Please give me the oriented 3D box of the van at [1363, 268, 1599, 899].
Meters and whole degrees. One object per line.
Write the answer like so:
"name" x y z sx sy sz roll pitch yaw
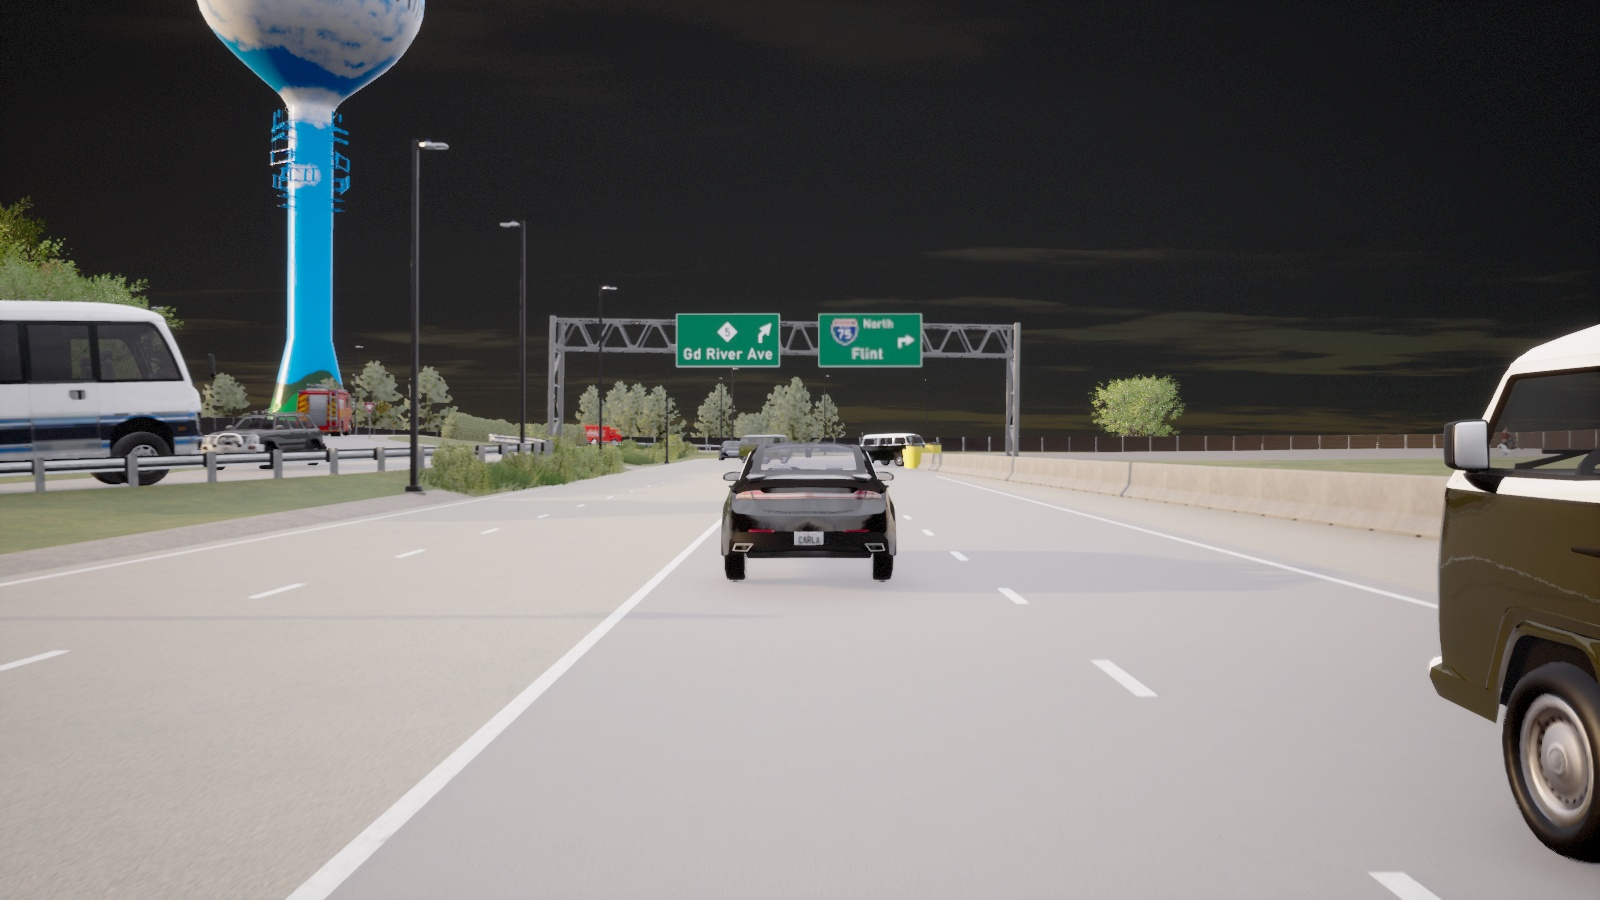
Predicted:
"van" 3.535 0.455 3.352 2.069 2.038 4.480 0 0 0

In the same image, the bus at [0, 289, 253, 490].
"bus" -18.367 -1.221 28.114 10.273 4.253 3.944 -4 0 -40

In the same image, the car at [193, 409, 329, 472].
"car" -17.081 -0.362 40.056 1.932 1.855 4.605 0 2 6

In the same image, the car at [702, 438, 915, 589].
"car" 0.101 0.619 14.988 2.128 1.511 4.902 0 0 0

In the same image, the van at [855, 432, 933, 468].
"van" 5.753 0.001 77.234 4.480 2.038 2.069 -2 -1 45

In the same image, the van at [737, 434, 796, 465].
"van" -2.311 -0.046 84.734 1.775 1.987 4.442 0 1 -35
